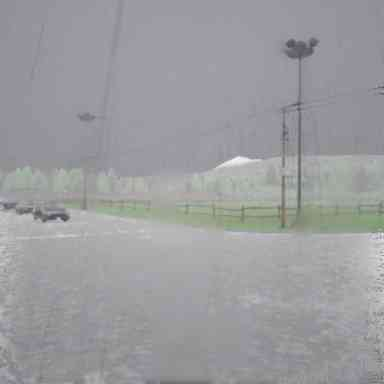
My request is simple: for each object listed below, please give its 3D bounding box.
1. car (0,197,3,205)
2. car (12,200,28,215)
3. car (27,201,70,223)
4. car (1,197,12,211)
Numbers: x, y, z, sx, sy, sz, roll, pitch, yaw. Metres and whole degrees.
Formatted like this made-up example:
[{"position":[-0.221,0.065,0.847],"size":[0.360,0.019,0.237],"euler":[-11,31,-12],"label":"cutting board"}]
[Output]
[{"position":[-31.115,1.585,54.156],"size":[1.812,1.442,4.674],"euler":[1,-1,-35],"label":"car"},{"position":[-16.842,1.623,34.281],"size":[1.994,1.385,4.181],"euler":[1,0,-37],"label":"car"},{"position":[-11.425,1.607,26.796],"size":[2.033,1.411,5.357],"euler":[1,0,-36],"label":"car"},{"position":[-22.673,1.660,42.368],"size":[1.895,1.301,4.718],"euler":[1,0,-36],"label":"car"}]
